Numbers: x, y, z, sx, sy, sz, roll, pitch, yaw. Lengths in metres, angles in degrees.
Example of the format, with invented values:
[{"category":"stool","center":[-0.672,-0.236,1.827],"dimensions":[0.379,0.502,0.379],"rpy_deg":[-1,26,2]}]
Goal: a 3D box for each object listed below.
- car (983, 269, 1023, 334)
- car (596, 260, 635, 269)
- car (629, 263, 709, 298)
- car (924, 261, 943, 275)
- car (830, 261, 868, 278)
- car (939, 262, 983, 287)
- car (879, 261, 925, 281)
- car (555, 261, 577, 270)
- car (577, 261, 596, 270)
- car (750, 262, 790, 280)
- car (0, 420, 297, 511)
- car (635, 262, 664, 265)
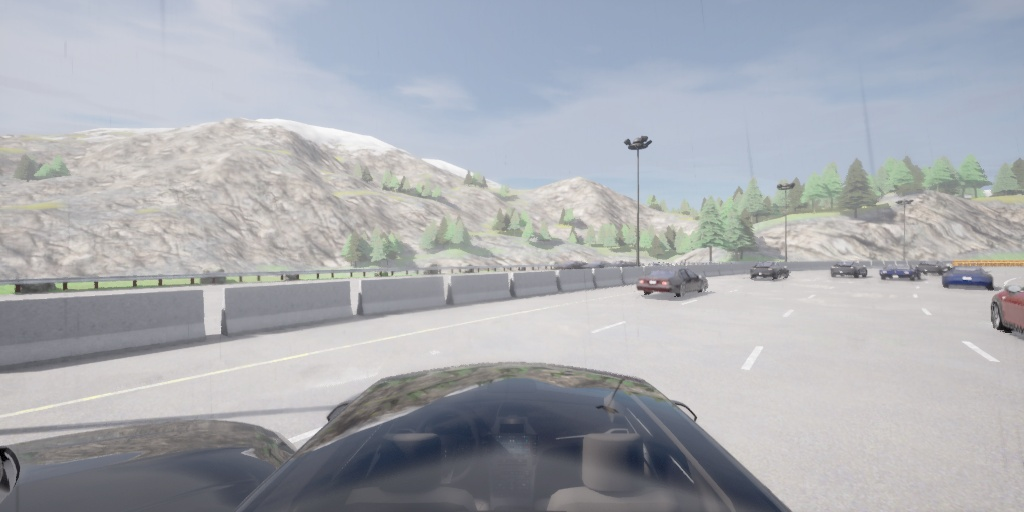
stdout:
[{"category":"car","center":[12.712,1.103,7.819],"dimensions":[2.097,1.767,4.553],"rpy_deg":[0,0,42]},{"category":"car","center":[12.344,1.243,41.161],"dimensions":[4.902,1.511,2.128],"rpy_deg":[0,0,-38]},{"category":"car","center":[8.443,1.297,18.688],"dimensions":[5.357,1.411,2.033],"rpy_deg":[0,0,-44]},{"category":"car","center":[43.308,1.242,36.891],"dimensions":[4.902,1.511,2.128],"rpy_deg":[0,0,-31]},{"category":"car","center":[31.370,1.242,33.367],"dimensions":[4.902,1.511,2.128],"rpy_deg":[0,0,-35]},{"category":"car","center":[29.283,1.315,23.067],"dimensions":[4.181,1.385,1.994],"rpy_deg":[0,0,-38]},{"category":"car","center":[32.285,1.351,29.746],"dimensions":[4.718,1.301,1.895],"rpy_deg":[0,0,-35]},{"category":"car","center":[8.109,1.298,46.736],"dimensions":[5.357,1.411,2.033],"rpy_deg":[0,0,-38]},{"category":"car","center":[10.921,1.298,44.506],"dimensions":[5.357,1.411,2.033],"rpy_deg":[0,0,-39]},{"category":"car","center":[22.223,1.242,30.864],"dimensions":[4.902,1.511,2.128],"rpy_deg":[0,0,-39]},{"category":"car","center":[-2.983,1.255,0.554],"dimensions":[4.892,1.490,1.837],"rpy_deg":[0,0,-45]},{"category":"car","center":[16.041,1.350,39.632],"dimensions":[4.718,1.301,1.895],"rpy_deg":[0,0,-38]}]
